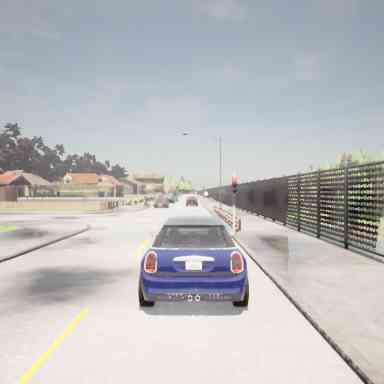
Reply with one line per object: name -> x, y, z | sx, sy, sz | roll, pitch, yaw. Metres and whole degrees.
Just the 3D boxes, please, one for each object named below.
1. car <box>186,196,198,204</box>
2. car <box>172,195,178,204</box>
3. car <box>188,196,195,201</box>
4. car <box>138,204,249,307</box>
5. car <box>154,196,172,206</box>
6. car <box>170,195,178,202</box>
car -> -0.014, 1.525, 55.101 | 1.812, 1.442, 4.674 | 0, 0, 0
car -> -4.176, 1.600, 61.850 | 1.895, 1.301, 4.718 | 0, 0, 0
car -> -0.162, 1.594, 86.667 | 1.895, 1.301, 4.718 | 0, 0, 0
car -> 0.038, 1.352, 8.138 | 2.097, 1.767, 4.553 | 0, 0, 0
car -> -4.180, 1.525, 45.907 | 1.812, 1.442, 4.674 | 0, 0, 0
car -> -4.141, 1.519, 76.887 | 1.812, 1.442, 4.674 | 0, 0, 0
